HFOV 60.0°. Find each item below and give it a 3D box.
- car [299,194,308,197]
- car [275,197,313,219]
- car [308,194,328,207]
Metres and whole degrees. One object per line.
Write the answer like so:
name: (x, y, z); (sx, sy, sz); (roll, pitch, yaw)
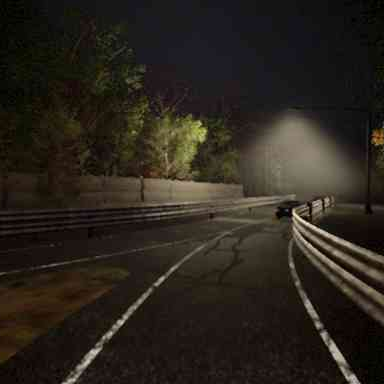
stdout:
car: (19.881, 1.116, 58.261); (1.882, 1.535, 5.008); (1, 0, 27)
car: (7.886, 1.356, 26.044); (2.033, 1.411, 5.357); (1, 1, 26)
car: (17.669, 1.168, 46.048); (1.882, 1.535, 5.008); (1, 0, 26)
